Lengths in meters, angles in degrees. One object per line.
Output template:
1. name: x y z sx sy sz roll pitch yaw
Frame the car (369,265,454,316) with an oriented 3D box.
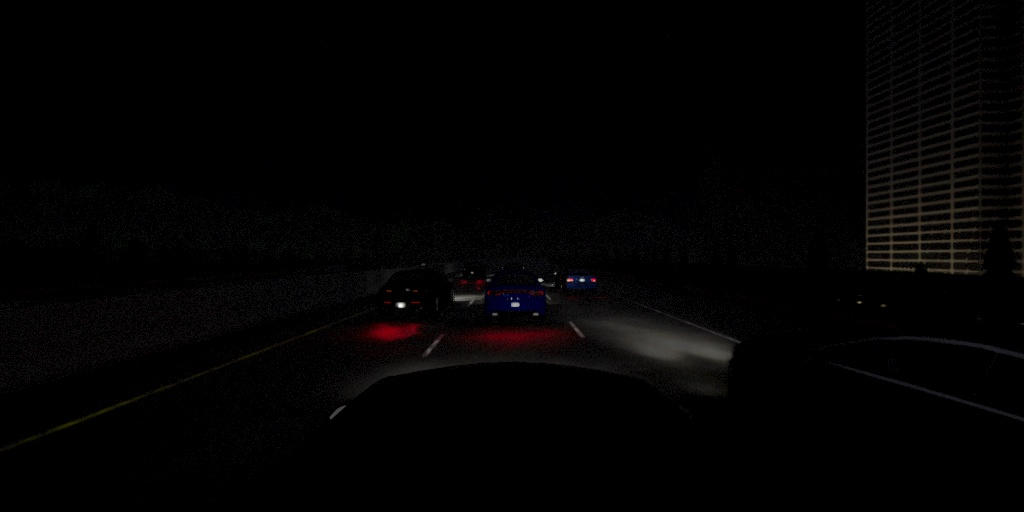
1. car: -3.403 1.247 13.399 1.837 1.490 4.892 0 0 0

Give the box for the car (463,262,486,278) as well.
1. car: -3.422 1.255 33.133 1.812 1.442 4.674 0 0 0

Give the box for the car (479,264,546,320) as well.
1. car: 0.097 1.220 12.586 1.882 1.535 5.008 0 0 0

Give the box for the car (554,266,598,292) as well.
1. car: 3.595 1.284 20.914 2.033 1.411 5.357 0 0 0

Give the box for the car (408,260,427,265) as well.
1. car: -14.030 1.264 53.719 2.033 1.411 5.357 0 0 0

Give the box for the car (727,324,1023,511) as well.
1. car: 3.594 1.241 2.518 2.128 1.511 4.902 0 0 0

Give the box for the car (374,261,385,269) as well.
1. car: -17.563 1.324 44.634 1.895 1.301 4.718 0 0 0

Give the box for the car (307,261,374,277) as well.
1. car: -10.602 1.215 22.079 1.882 1.535 5.008 0 0 0
